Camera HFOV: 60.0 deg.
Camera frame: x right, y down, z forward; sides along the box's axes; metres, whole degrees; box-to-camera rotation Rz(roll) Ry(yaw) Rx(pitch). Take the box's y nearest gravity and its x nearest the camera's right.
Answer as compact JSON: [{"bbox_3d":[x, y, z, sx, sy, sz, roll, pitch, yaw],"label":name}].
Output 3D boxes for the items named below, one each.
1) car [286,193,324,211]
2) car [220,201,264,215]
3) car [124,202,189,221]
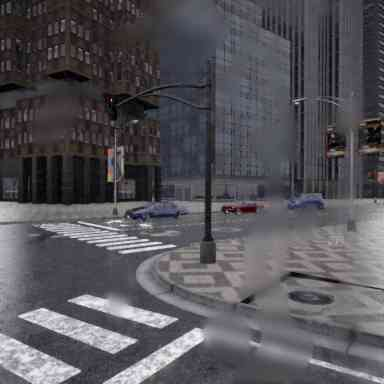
[{"bbox_3d":[13.805,1.175,40.344,5.566,2.045,2.150,0,0,-39],"label":"car"},{"bbox_3d":[5.036,1.540,33.161,4.718,1.301,1.895,0,0,-39],"label":"car"},{"bbox_3d":[-2.751,1.479,26.784,5.357,1.411,2.033,0,0,-39],"label":"car"}]
